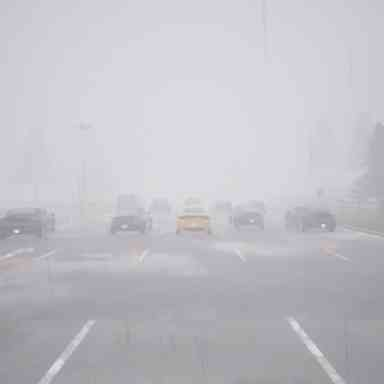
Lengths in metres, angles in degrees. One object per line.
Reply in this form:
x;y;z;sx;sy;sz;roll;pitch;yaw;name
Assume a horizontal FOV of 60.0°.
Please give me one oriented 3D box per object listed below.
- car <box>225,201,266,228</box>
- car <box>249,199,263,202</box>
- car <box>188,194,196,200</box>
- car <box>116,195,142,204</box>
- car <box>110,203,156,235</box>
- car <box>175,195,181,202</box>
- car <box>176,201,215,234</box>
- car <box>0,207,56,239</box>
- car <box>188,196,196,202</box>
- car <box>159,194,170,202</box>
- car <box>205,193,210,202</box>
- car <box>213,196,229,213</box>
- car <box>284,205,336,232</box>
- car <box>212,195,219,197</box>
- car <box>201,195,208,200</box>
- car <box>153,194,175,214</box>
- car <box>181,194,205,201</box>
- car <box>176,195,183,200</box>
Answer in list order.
3.585;1.590;22.369;1.812;1.442;4.674;0;0;0;car
7.102;1.614;37.754;1.837;1.490;4.892;0;0;0;car
0.003;1.462;95.379;2.097;1.767;4.553;0;0;0;car
-6.899;1.328;36.989;2.150;2.045;5.566;0;0;0;car
-3.414;1.581;19.149;1.812;1.442;4.674;0;0;0;car
-3.497;1.762;85.404;1.812;1.442;4.674;0;0;0;car
0.101;1.534;19.638;1.882;1.535;5.008;0;0;0;car
-8.561;1.556;17.682;1.837;1.490;4.892;0;0;-12;car
0.003;1.762;85.404;1.812;1.442;4.674;0;0;0;car
-6.997;1.461;85.019;2.150;2.045;5.566;0;0;0;car
3.503;1.714;84.988;1.882;1.535;5.008;0;0;0;car
3.603;1.591;39.279;1.882;1.535;5.008;0;0;0;car
7.102;1.564;20.392;1.837;1.490;4.892;0;0;0;car
7.003;1.776;84.987;2.033;1.411;5.357;0;0;0;car
3.503;1.659;95.408;1.994;1.385;4.181;0;0;0;car
-3.397;1.460;37.405;2.097;1.767;4.553;0;0;0;car
0.101;1.460;37.421;2.097;1.767;4.553;0;0;0;car
-3.497;1.631;95.408;1.812;1.442;4.674;0;0;0;car
